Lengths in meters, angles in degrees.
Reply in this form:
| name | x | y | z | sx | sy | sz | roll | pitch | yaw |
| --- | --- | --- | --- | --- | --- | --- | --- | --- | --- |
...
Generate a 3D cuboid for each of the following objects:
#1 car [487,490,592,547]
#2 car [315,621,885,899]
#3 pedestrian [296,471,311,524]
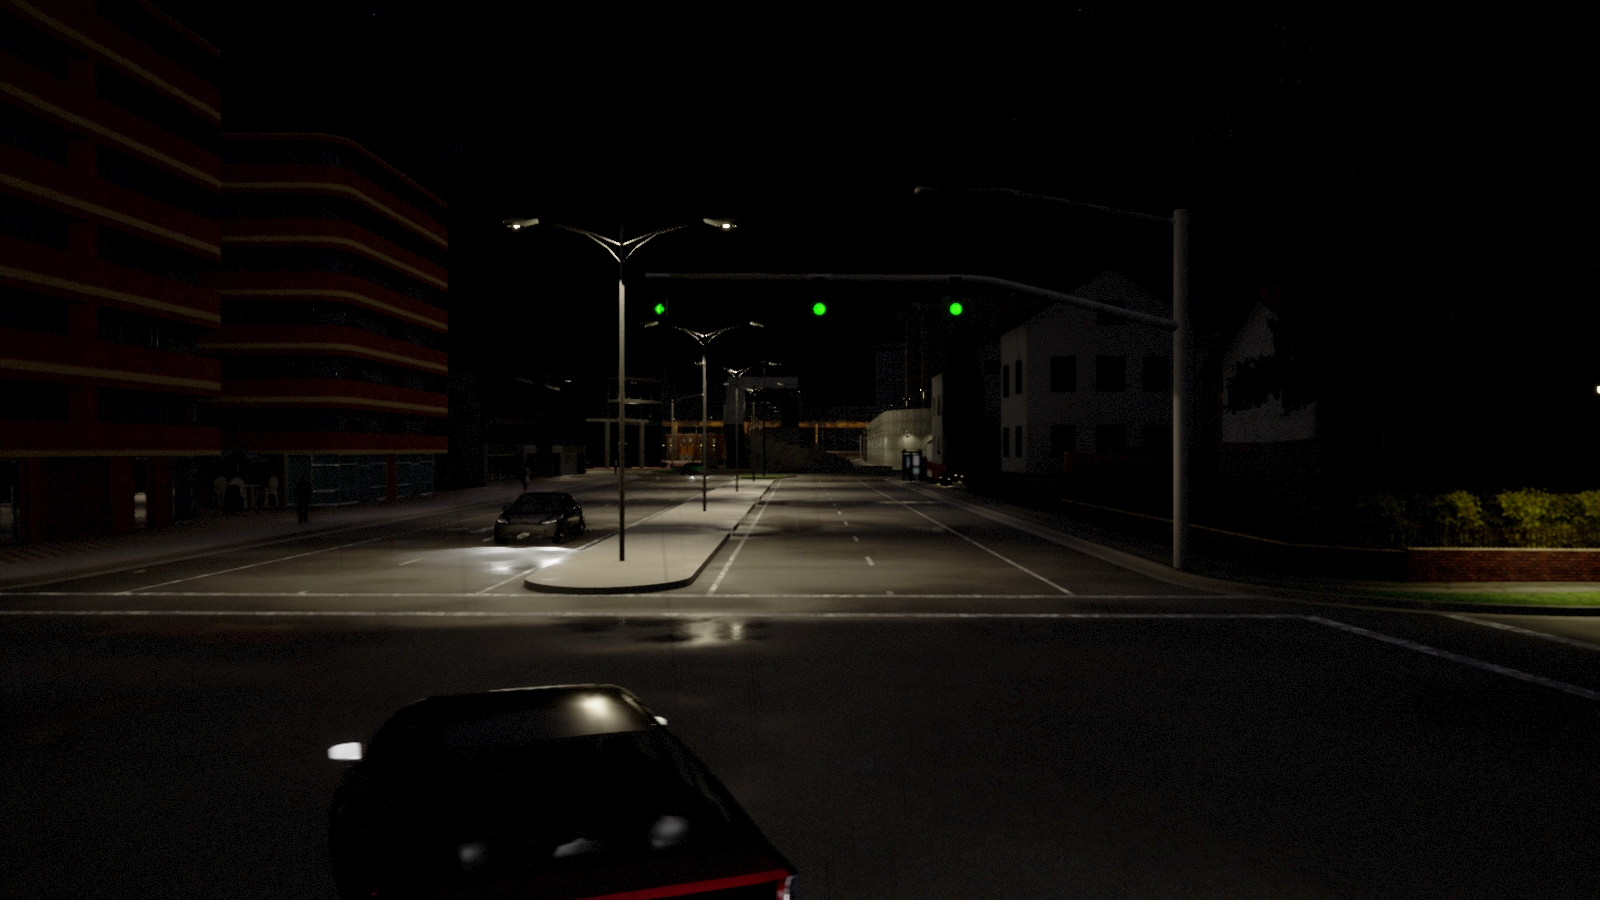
| name | x | y | z | sx | sy | sz | roll | pitch | yaw |
| --- | --- | --- | --- | --- | --- | --- | --- | --- | --- |
| car | -7.964 | 2.061 | 35.448 | 2.163 | 1.488 | 4.792 | 0 | 0 | 0 |
| car | -1.444 | 2.040 | 6.092 | 2.007 | 1.525 | 4.514 | 0 | 0 | -22 |
| pedestrian | -17.750 | 1.695 | 40.848 | 0.375 | 1.860 | 0.375 | 0 | 0 | -5 |
